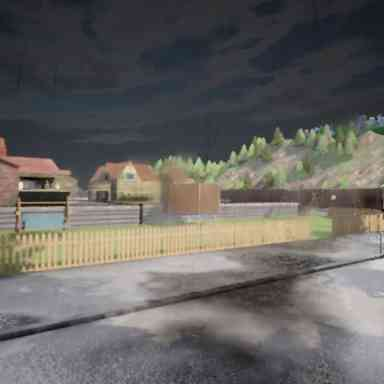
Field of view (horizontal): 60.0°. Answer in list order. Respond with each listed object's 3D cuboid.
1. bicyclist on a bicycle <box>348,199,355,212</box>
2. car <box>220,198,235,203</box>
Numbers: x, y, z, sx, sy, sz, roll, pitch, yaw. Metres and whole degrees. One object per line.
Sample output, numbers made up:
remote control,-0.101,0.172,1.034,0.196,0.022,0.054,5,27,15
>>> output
bicyclist on a bicycle,21.483,1.818,44.734,1.656,1.620,0.582,0,0,-36
car,5.690,1.928,59.478,1.837,1.490,4.892,1,0,-35
